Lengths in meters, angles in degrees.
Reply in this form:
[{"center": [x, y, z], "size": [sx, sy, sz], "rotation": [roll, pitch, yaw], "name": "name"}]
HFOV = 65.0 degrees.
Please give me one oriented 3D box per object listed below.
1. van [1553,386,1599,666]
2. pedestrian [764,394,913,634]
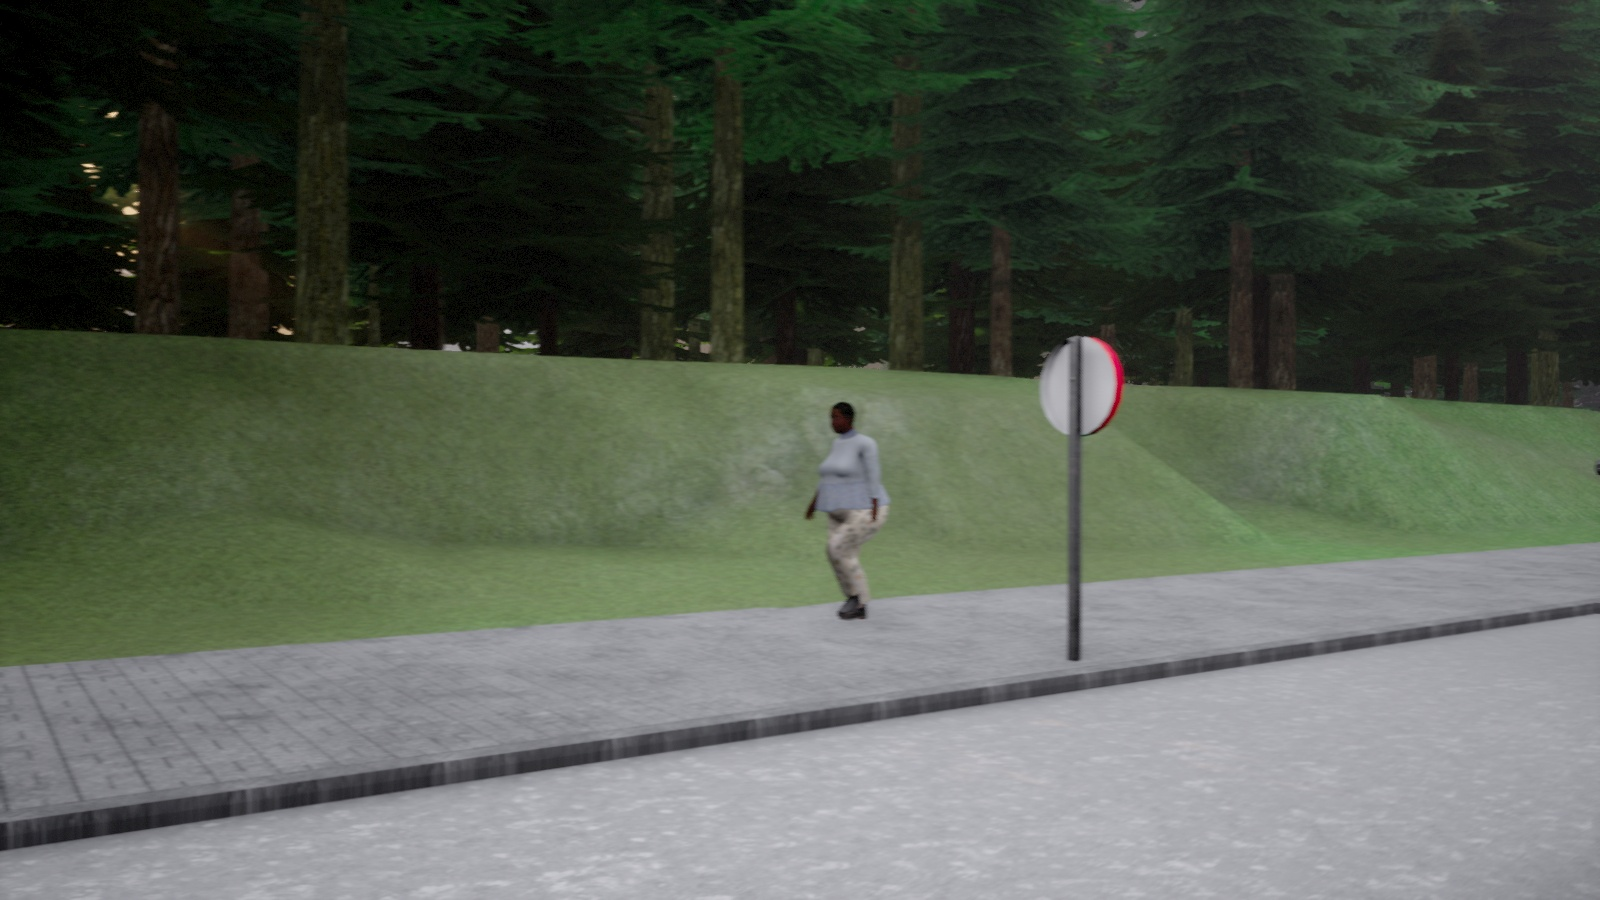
[{"center": [7.835, 0.540, 9.722], "size": [4.442, 1.987, 1.775], "rotation": [0, 0, -35], "name": "van"}, {"center": [0.311, 0.498, 10.344], "size": [0.900, 1.855, 0.874], "rotation": [0, 0, -30], "name": "pedestrian"}]
